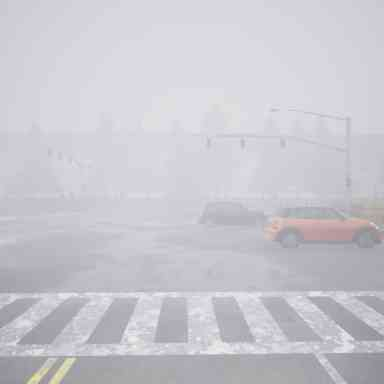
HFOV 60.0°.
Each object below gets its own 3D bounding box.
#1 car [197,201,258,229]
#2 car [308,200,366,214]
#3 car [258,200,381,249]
[{"bbox_3d":[2.614,1.352,20.917,4.553,1.767,2.097,0,0,-2],"label":"car"},{"bbox_3d":[15.408,1.547,35.515,5.357,1.411,2.033,0,0,-2],"label":"car"},{"bbox_3d":[5.398,1.351,13.999,4.553,1.767,2.097,0,0,-2],"label":"car"}]
